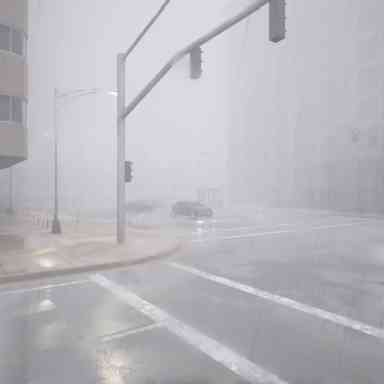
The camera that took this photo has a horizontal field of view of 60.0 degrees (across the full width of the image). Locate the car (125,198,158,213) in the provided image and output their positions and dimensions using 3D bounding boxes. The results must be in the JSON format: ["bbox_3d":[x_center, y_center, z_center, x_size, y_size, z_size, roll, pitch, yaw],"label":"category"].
[{"bbox_3d":[-6.081,1.601,37.409,1.895,1.301,4.718,0,0,-36],"label":"car"}]

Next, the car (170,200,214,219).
[{"bbox_3d":[-0.095,1.505,29.185,1.837,1.490,4.892,0,0,-36],"label":"car"}]

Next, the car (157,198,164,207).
[{"bbox_3d":[-6.272,1.547,43.914,2.033,1.411,5.357,0,0,-36],"label":"car"}]
